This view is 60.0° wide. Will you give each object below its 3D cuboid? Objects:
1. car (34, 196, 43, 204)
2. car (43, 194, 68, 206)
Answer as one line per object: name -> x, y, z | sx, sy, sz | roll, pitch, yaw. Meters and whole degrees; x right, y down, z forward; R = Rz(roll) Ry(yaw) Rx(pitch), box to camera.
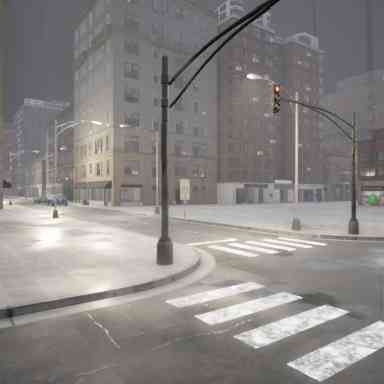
car -> -25.417, 1.287, 56.319 | 1.994, 1.385, 4.181 | 0, 0, -36
car -> -19.624, 1.119, 48.205 | 2.097, 1.767, 4.553 | 0, 0, -36
